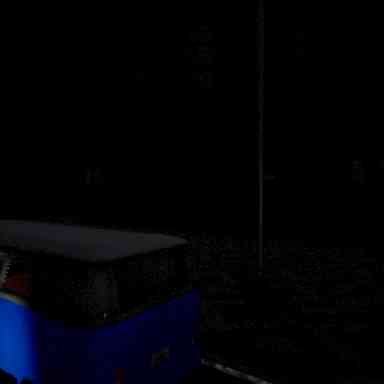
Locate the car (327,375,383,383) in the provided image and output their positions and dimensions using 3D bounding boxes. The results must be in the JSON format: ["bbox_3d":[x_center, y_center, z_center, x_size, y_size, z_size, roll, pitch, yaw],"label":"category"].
[{"bbox_3d":[2.642,1.535,1.078,4.829,1.417,1.752,0,0,35],"label":"car"}]

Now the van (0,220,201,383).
[{"bbox_3d":[-1.812,1.318,4.244,3.998,1.788,1.690,0,0,35],"label":"van"}]
